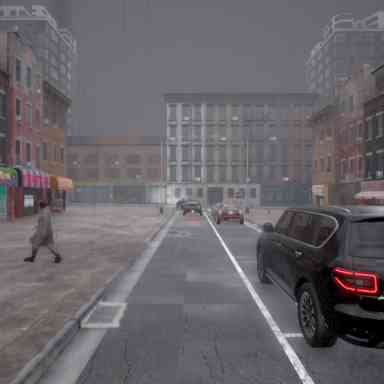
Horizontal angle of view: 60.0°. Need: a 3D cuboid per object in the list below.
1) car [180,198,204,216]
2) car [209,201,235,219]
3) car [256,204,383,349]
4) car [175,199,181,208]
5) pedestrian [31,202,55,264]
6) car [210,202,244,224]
[{"bbox_3d":[0.073,1.529,33.189,1.837,1.490,4.892,0,0,0],"label":"car"},{"bbox_3d":[2.630,1.572,30.084,2.008,1.369,4.403,0,0,0],"label":"car"},{"bbox_3d":[2.747,1.227,6.427,2.150,2.045,5.566,0,0,0],"label":"car"},{"bbox_3d":[-0.883,1.527,44.365,2.128,1.511,4.902,1,0,-14],"label":"car"},{"bbox_3d":[-4.327,1.144,9.688,0.375,1.860,0.375,0,-1,0],"label":"pedestrian"},{"bbox_3d":[2.634,1.456,24.581,1.967,1.590,4.097,0,0,0],"label":"car"}]
